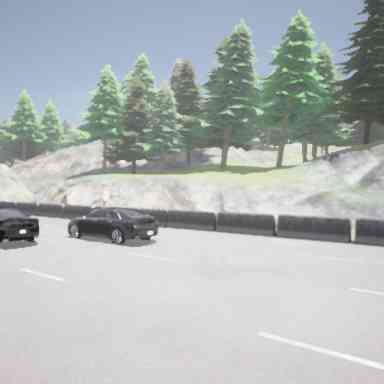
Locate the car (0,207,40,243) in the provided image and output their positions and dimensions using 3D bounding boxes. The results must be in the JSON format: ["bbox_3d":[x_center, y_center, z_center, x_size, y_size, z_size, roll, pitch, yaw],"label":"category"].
[{"bbox_3d":[-8.646,1.393,14.473,5.008,1.535,1.882,0,0,36],"label":"car"}]

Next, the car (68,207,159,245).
[{"bbox_3d":[-3.700,1.440,15.241,4.892,1.490,1.837,0,0,36],"label":"car"}]
